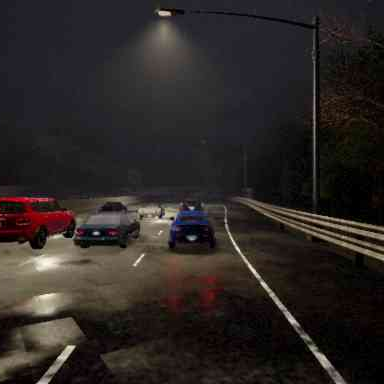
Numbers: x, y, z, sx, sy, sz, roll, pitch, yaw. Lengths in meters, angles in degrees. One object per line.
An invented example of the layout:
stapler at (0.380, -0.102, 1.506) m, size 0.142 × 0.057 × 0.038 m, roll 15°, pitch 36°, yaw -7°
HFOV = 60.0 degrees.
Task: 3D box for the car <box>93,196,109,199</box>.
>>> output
car at (-21.000, 1.584, 78.869) m, size 2.128 × 1.511 × 4.902 m, roll 0°, pitch 0°, yaw 0°

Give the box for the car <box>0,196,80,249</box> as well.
car at (-7.000, 1.258, 14.681) m, size 2.150 × 2.045 × 5.566 m, roll 0°, pitch 0°, yaw 0°

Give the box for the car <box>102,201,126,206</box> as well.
car at (-7.000, 1.542, 29.651) m, size 1.812 × 1.442 × 4.674 m, roll 0°, pitch 0°, yaw 0°

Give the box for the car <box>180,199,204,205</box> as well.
car at (0.000, 1.375, 29.621) m, size 2.097 × 1.767 × 4.553 m, roll 0°, pitch 0°, yaw 0°

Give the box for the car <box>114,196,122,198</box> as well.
car at (-17.500, 1.598, 78.868) m, size 2.033 × 1.411 × 5.357 m, roll 0°, pitch 0°, yaw 0°

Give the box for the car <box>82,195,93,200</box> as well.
car at (-24.500, 1.558, 78.868) m, size 1.837 × 1.490 × 4.892 m, roll 0°, pitch 0°, yaw 0°

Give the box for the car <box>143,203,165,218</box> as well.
car at (-3.500, 1.625, 29.681) m, size 1.895 × 1.301 × 4.718 m, roll 0°, pitch 0°, yaw 0°

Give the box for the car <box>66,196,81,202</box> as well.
car at (-28.000, 1.583, 78.868) m, size 1.812 × 1.442 × 4.674 m, roll 0°, pitch 0°, yaw 0°

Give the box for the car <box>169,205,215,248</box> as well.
car at (0.000, 1.533, 14.651) m, size 1.812 × 1.442 × 4.674 m, roll 0°, pitch 0°, yaw 0°

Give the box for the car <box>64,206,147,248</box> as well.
car at (-3.500, 1.563, 14.651) m, size 2.033 × 1.411 × 5.357 m, roll 0°, pitch 0°, yaw 0°
